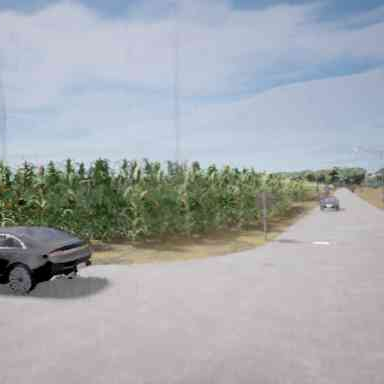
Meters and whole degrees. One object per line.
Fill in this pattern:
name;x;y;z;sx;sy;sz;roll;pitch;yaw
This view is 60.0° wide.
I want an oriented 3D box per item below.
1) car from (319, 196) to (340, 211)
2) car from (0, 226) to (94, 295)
car;14.743;1.219;35.617;2.128;1.511;4.902;-3;0;24
car;-5.065;1.700;8.997;4.902;1.511;2.128;-2;1;18
